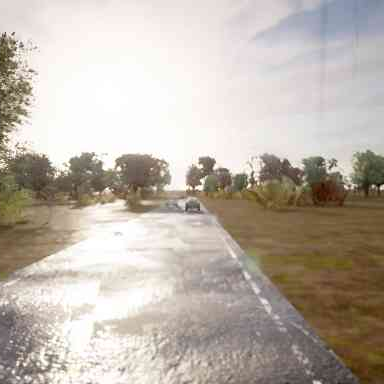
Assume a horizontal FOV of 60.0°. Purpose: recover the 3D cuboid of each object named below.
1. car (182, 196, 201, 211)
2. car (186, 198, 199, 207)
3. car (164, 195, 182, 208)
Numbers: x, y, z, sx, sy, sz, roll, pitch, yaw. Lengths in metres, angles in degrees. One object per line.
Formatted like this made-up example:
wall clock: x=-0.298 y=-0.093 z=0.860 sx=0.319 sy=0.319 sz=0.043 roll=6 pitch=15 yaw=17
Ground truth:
car: x=0.085 y=1.583 z=42.810 sx=2.128 sy=1.511 sz=4.902 roll=0 pitch=0 yaw=0
car: x=0.082 y=1.711 z=53.744 sx=1.895 sy=1.301 sz=4.718 roll=0 pitch=0 yaw=0
car: x=-3.082 y=1.597 z=50.717 sx=2.128 sy=1.511 sz=4.902 roll=0 pitch=0 yaw=0
